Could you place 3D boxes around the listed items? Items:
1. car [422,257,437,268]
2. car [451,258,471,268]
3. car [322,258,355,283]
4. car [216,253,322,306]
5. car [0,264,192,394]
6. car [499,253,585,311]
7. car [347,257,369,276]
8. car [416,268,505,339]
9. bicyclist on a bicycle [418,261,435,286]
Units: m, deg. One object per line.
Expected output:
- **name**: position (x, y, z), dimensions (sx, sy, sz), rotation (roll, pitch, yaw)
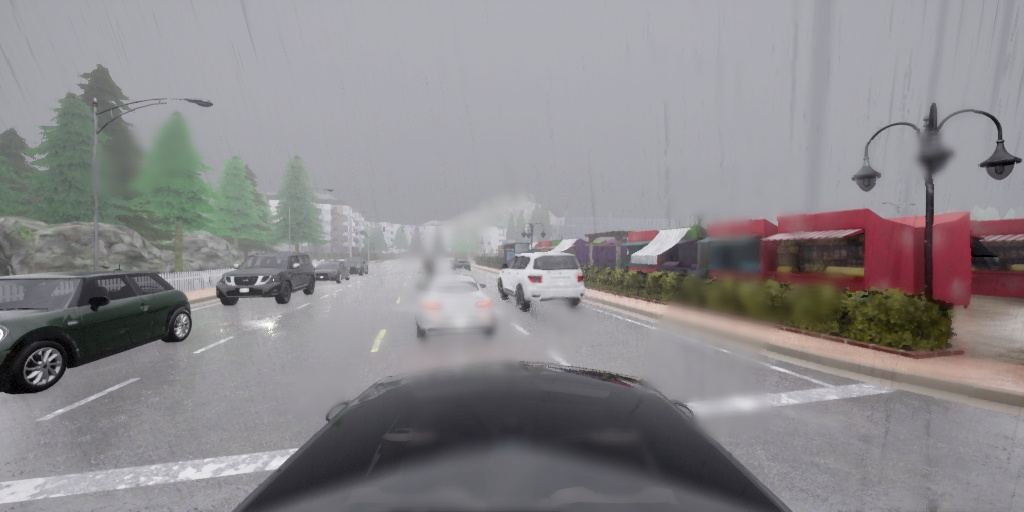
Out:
- **car**: position (-11.681, 0.903, 50.825), dimensions (1.837, 1.490, 4.892), rotation (0, 0, -14)
- **car**: position (-6.097, 0.963, 42.904), dimensions (1.837, 1.490, 4.892), rotation (0, 1, -14)
- **car**: position (-12.778, 1.089, 25.345), dimensions (1.837, 1.490, 4.892), rotation (0, 0, -14)
- **car**: position (-10.412, 0.876, 15.741), dimensions (2.150, 2.045, 5.566), rotation (0, 0, -14)
- **car**: position (-8.115, 1.076, 6.332), dimensions (2.097, 1.767, 4.553), rotation (0, 0, -13)
- **car**: position (0.957, 0.888, 14.331), dimensions (2.150, 2.045, 5.566), rotation (0, 0, -14)
- **car**: position (-14.730, 0.877, 33.312), dimensions (2.097, 1.767, 4.553), rotation (0, 0, -14)
- **car**: position (-1.631, 1.224, 9.936), dimensions (1.812, 1.442, 4.674), rotation (0, 0, -13)
- **bicyclist on a bicycle**: position (-4.626, 1.079, 19.737), dimensions (0.582, 1.620, 1.656), rotation (0, 1, 24)
